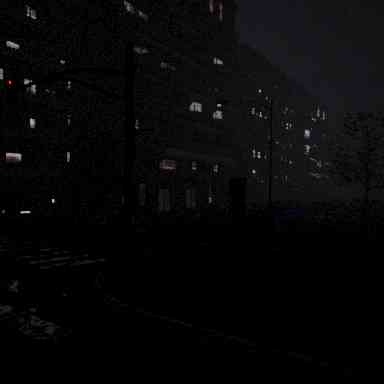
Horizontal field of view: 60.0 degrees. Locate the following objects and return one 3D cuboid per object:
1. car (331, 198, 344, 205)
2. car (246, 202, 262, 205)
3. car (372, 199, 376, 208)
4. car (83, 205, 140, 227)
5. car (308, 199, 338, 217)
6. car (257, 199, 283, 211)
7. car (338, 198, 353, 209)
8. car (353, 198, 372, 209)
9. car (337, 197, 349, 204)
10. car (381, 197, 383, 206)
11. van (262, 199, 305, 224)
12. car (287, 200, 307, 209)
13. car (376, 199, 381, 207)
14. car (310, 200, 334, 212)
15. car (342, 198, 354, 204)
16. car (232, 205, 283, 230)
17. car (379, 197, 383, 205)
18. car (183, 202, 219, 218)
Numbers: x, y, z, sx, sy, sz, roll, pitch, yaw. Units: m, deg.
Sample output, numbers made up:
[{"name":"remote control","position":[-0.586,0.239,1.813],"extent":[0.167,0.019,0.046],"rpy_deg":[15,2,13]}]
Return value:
[{"name":"car","position":[33.795,2.181,77.107],"extent":[1.947,1.339,4.313],"rpy_deg":[1,0,36]},{"name":"car","position":[7.495,1.845,41.501],"extent":[1.802,1.307,4.206],"rpy_deg":[1,0,36]},{"name":"car","position":[30.667,2.204,58.769],"extent":[1.802,1.307,4.206],"rpy_deg":[1,0,36]},{"name":"car","position":[-5.655,1.632,23.698],"extent":[2.008,1.369,4.403],"rpy_deg":[1,0,36]},{"name":"car","position":[14.232,1.840,36.516],"extent":[1.967,1.590,4.097],"rpy_deg":[1,0,36]},{"name":"car","position":[10.784,1.748,45.952],"extent":[1.967,1.590,4.097],"rpy_deg":[1,0,36]},{"name":"car","position":[24.085,2.067,54.228],"extent":[2.033,1.411,5.357],"rpy_deg":[1,0,37]},{"name":"car","position":[27.383,1.893,54.319],"extent":[2.192,1.841,5.009],"rpy_deg":[1,0,36]},{"name":"car","position":[37.084,2.098,81.558],"extent":[1.967,1.590,4.097],"rpy_deg":[1,0,36]},{"name":"car","position":[37.243,2.254,67.671],"extent":[1.887,1.381,4.507],"rpy_deg":[1,0,36]},{"name":"van","position":[7.657,1.650,27.614],"extent":[1.690,1.788,3.998],"rpy_deg":[1,0,36]},{"name":"car","position":[17.357,1.979,54.853],"extent":[1.802,1.307,4.206],"rpy_deg":[1,0,36]},{"name":"car","position":[33.956,2.106,63.221],"extent":[1.967,1.590,4.097],"rpy_deg":[1,0,36]},{"name":"car","position":[18.110,1.917,46.115],"extent":[1.882,1.535,5.008],"rpy_deg":[1,0,36]},{"name":"car","position":[40.270,2.225,85.872],"extent":[1.752,1.417,4.829],"rpy_deg":[1,0,36]},{"name":"car","position":[4.368,1.829,23.163],"extent":[1.947,1.339,4.313],"rpy_deg":[1,0,36]},{"name":"car","position":[47.109,2.153,81.024],"extent":[2.192,1.841,5.009],"rpy_deg":[1,0,36]},{"name":"car","position":[0.920,1.717,32.599],"extent":[1.887,1.381,4.507],"rpy_deg":[1,0,36]}]
